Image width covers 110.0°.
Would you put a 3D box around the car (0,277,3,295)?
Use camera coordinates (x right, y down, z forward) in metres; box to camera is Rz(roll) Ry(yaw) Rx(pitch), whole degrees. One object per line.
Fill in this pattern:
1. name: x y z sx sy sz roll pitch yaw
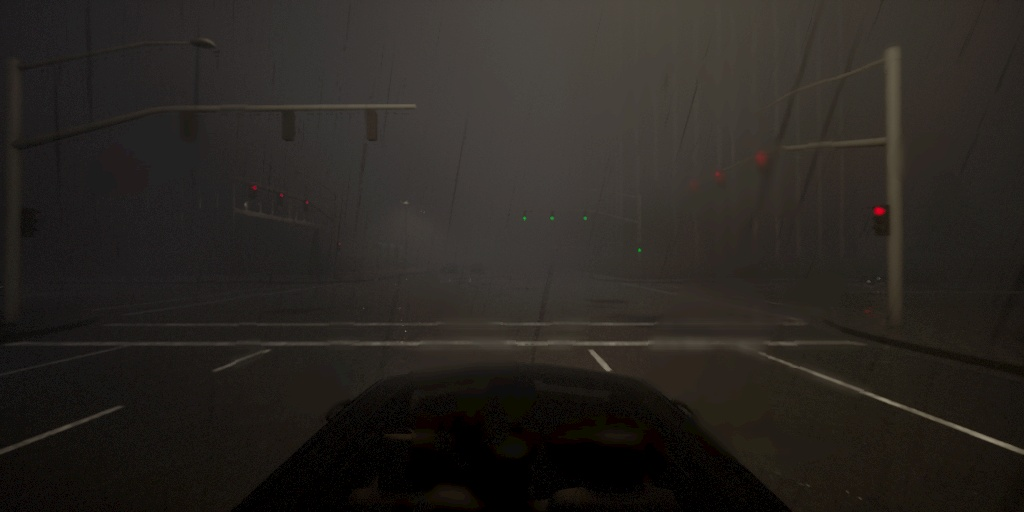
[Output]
1. car: -29.868 1.416 19.298 4.892 1.490 1.837 0 -1 0

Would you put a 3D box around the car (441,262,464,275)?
1. car: -7.922 1.645 46.589 2.128 1.511 4.902 0 -1 -1

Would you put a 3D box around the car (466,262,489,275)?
1. car: -4.419 1.629 46.372 1.882 1.535 5.008 0 -1 -1

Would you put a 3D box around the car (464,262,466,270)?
1. car: -8.121 1.779 63.045 1.882 1.535 5.008 0 0 0

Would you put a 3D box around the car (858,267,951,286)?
1. car: 29.484 1.520 26.994 5.357 1.411 2.033 0 -1 0

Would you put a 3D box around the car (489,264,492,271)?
1. car: -4.624 1.865 63.056 1.994 1.385 4.181 0 0 0
